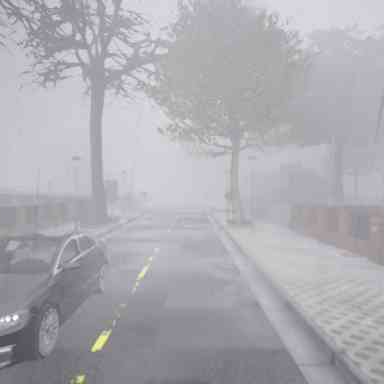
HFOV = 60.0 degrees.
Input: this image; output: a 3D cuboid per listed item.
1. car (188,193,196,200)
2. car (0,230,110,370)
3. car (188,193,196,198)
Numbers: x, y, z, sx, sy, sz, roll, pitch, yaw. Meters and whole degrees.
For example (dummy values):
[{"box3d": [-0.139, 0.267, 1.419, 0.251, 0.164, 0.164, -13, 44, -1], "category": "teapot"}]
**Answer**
[{"box3d": [-0.002, 1.104, 83.075, 1.882, 1.535, 5.008, 0, 1, 0], "category": "car"}, {"box3d": [-2.850, 1.508, 6.023, 2.128, 1.511, 4.902, 0, 0, 0], "category": "car"}, {"box3d": [-0.003, 0.888, 93.495, 1.994, 1.385, 4.181, 0, 1, 0], "category": "car"}]
